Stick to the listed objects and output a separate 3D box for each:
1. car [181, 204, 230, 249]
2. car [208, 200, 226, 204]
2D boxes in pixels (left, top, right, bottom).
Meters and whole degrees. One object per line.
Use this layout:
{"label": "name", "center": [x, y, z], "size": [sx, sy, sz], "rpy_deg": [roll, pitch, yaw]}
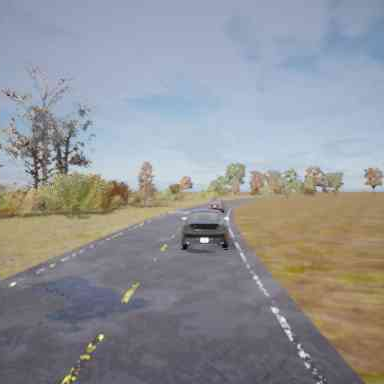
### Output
{"label": "car", "center": [0.583, 1.509, 14.561], "size": [1.837, 1.490, 4.892], "rpy_deg": [0, 0, 3]}
{"label": "car", "center": [2.710, 1.548, 37.133], "size": [2.033, 1.411, 5.357], "rpy_deg": [0, 0, 8]}
